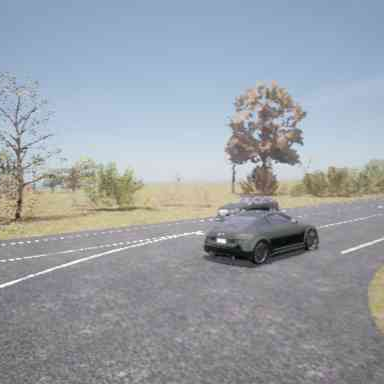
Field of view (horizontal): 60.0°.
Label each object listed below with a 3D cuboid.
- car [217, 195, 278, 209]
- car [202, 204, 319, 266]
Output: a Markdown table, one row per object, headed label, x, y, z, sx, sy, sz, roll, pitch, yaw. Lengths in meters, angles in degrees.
| label | x | y | z | sx | sy | sz | roll | pitch | yaw |
| --- | --- | --- | --- | --- | --- | --- | --- | --- | --- |
| car | 3.643 | 0.994 | 21.304 | 4.902 | 1.511 | 2.128 | -3 | 2 | -42 |
| car | 2.321 | 1.300 | 10.763 | 4.181 | 1.385 | 1.994 | -2 | 1 | -42 |
